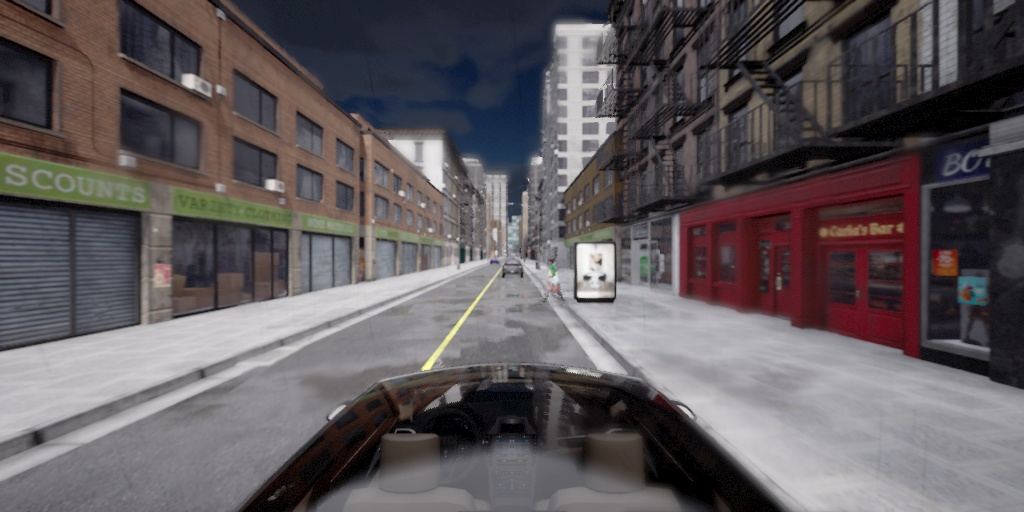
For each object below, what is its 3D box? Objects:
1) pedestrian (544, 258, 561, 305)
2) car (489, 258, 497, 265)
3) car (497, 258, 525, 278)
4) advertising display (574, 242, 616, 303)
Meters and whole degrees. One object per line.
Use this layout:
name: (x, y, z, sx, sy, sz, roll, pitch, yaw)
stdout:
pedestrian: (1.588, 0.959, 14.033, 0.375, 1.860, 0.375, 0, 0, -10)
car: (-3.023, 0.973, 63.561, 1.895, 1.301, 4.718, 0, 0, 1)
car: (0.073, 1.046, 31.348, 2.128, 1.511, 4.902, 0, 0, 1)
advertising display: (3.136, 0.693, 13.544, 1.540, 2.440, 0.280, 0, 0, 0)
